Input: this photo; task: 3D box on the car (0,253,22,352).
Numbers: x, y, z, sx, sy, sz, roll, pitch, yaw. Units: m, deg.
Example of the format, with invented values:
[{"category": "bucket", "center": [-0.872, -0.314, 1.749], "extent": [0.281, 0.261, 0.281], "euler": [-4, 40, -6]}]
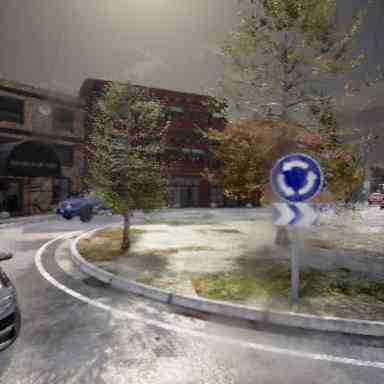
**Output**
[{"category": "car", "center": [-4.239, 1.364, 5.394], "extent": [2.128, 1.511, 4.902], "euler": [0, 1, -40]}]

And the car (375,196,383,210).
[{"category": "car", "center": [25.251, 1.549, 42.465], "extent": [2.033, 1.411, 5.357], "euler": [2, 1, 35]}]

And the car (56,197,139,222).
[{"category": "car", "center": [-5.963, 0.743, 21.845], "extent": [2.150, 2.045, 5.566], "euler": [2, 2, 38]}]

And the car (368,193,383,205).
[{"category": "car", "center": [33.110, 1.249, 59.687], "extent": [2.150, 2.045, 5.566], "euler": [2, 1, 34]}]
